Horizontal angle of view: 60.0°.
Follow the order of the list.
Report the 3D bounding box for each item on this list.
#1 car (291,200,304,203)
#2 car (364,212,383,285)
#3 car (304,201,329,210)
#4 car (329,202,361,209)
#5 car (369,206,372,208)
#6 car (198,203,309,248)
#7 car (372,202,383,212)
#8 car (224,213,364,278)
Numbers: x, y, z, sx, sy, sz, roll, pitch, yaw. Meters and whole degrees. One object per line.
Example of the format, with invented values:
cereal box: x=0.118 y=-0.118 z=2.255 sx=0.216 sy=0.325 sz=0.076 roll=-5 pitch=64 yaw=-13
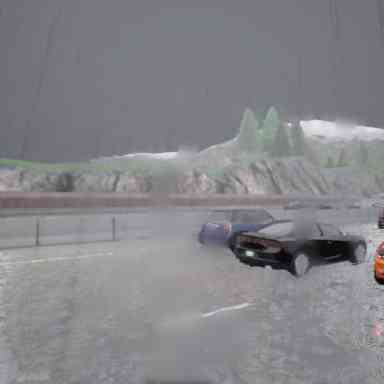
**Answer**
car: x=15.771 y=2.051 z=49.742 sx=4.892 sy=1.490 sz=1.837 roll=1 pitch=0 yaw=-37
car: x=6.722 y=1.487 z=8.573 sx=4.553 sy=1.767 sz=2.097 roll=1 pitch=-1 yaw=-35
car: x=18.445 y=2.158 z=47.368 sx=4.718 sy=1.301 sz=1.895 roll=1 pitch=-1 yaw=-37
car: x=20.985 y=2.069 z=44.949 sx=4.892 sy=1.490 sz=1.837 roll=0 pitch=0 yaw=-38
car: x=25.055 y=2.077 z=43.694 sx=5.008 sy=1.535 sz=1.882 roll=1 pitch=-1 yaw=-38
car: x=2.552 y=1.486 z=14.198 sx=4.553 sy=1.767 sz=2.097 roll=1 pitch=-1 yaw=-35
car: x=14.858 y=1.683 z=22.965 sx=4.553 sy=1.767 sz=2.097 roll=1 pitch=-1 yaw=-35
car: x=3.644 y=1.597 z=10.687 sx=5.008 sy=1.535 sz=1.882 roll=1 pitch=-1 yaw=-35
